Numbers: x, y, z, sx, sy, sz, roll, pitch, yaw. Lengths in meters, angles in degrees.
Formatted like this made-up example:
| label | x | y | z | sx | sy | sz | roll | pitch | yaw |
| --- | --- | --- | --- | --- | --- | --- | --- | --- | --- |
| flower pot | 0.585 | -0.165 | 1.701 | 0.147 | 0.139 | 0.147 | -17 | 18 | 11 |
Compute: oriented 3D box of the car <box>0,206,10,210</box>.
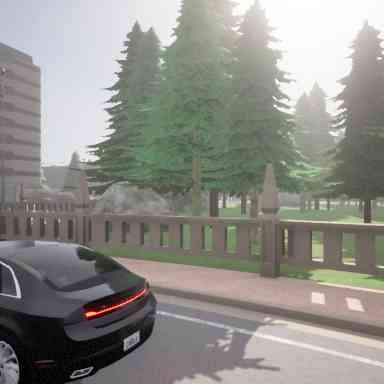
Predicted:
| label | x | y | z | sx | sy | sz | roll | pitch | yaw |
| --- | --- | --- | --- | --- | --- | --- | --- | --- | --- |
| car | -23.248 | 1.603 | 37.259 | 2.033 | 1.411 | 5.357 | 0 | 0 | 21 |

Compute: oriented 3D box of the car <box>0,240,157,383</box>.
| label | x | y | z | sx | sy | sz | roll | pitch | yaw |
| --- | --- | --- | --- | --- | --- | --- | --- | --- | --- |
| car | -2.847 | 1.505 | 5.067 | 4.892 | 1.490 | 1.837 | 0 | 0 | 28 |

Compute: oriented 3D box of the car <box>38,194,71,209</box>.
| label | x | y | z | sx | sy | sz | roll | pitch | yaw |
| --- | --- | --- | --- | --- | --- | --- | --- | --- | --- |
| car | -19.311 | 1.275 | 47.207 | 2.150 | 2.045 | 5.566 | 0 | 0 | 22 |
